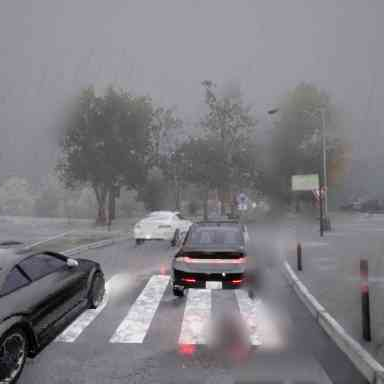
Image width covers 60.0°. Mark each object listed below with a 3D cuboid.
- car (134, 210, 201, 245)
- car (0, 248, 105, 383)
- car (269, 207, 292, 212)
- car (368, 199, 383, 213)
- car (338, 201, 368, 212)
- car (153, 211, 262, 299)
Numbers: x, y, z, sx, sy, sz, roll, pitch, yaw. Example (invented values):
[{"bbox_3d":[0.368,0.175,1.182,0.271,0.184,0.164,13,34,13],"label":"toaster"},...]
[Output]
[{"bbox_3d":[-1.162,1.628,15.688,1.812,1.442,4.674,-1,-2,15],"label":"car"},{"bbox_3d":[-2.898,1.577,5.277,1.994,1.385,4.181,0,0,4],"label":"car"},{"bbox_3d":[19.128,4.000,72.498,4.718,1.301,1.895,-3,-5,37],"label":"car"},{"bbox_3d":[29.267,2.256,53.441,2.150,2.045,5.566,0,-3,-5],"label":"car"},{"bbox_3d":[25.831,2.560,54.373,2.128,1.511,4.902,1,-4,-7],"label":"car"},{"bbox_3d":[0.675,1.485,8.497,2.128,1.511,4.902,-1,0,7],"label":"car"}]
